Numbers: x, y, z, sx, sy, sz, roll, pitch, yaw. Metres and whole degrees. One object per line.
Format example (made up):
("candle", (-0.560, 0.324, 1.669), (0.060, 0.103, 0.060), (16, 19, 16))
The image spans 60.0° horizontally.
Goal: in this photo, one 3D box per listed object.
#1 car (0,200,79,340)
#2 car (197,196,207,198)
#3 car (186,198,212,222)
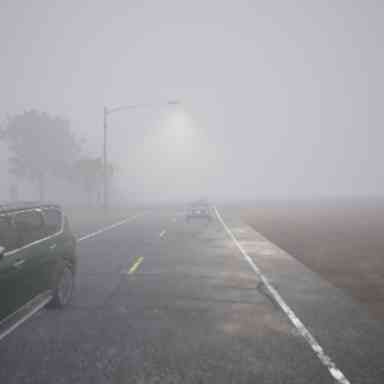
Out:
("car", (-3.451, 1.191, 4.753), (2.150, 2.045, 5.566), (0, 0, 0))
("car", (1.253, 1.264, 41.753), (1.812, 1.442, 4.674), (0, 1, 3))
("car", (0.535, 1.395, 24.834), (2.033, 1.411, 5.357), (0, 0, 2))
